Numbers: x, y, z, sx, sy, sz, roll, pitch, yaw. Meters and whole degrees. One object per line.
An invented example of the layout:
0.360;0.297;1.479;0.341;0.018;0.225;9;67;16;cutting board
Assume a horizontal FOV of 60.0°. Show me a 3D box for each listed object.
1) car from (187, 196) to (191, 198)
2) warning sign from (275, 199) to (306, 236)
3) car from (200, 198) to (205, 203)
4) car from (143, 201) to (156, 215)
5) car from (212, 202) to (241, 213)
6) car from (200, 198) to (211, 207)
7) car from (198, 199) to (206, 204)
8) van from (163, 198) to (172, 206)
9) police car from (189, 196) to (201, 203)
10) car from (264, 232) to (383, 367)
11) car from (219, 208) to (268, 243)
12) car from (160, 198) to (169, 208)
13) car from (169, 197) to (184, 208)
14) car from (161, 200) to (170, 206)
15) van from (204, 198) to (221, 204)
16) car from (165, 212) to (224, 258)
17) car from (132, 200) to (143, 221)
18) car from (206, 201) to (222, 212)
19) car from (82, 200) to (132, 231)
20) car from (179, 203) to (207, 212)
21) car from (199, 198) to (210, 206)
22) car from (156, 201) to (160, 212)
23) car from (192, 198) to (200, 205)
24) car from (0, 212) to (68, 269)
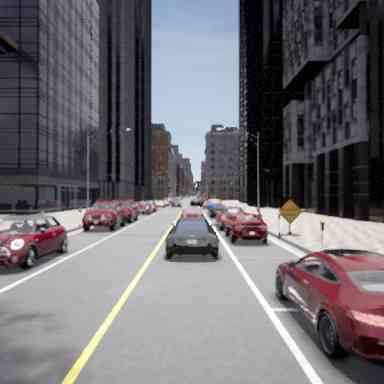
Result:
0.588;2.388;77.176;1.882;1.535;5.008;0;-1;-8;car
5.079;1.301;17.274;1.300;1.860;1.060;0;-1;0;warning sign
2.703;2.173;56.736;1.752;1.417;4.829;0;-1;1;car
-5.834;1.873;39.635;1.967;1.590;4.097;0;-1;0;car
2.682;1.683;22.698;1.967;1.590;4.097;0;-1;0;car
2.709;2.107;67.806;2.192;1.841;5.009;0;-1;0;car
2.724;2.618;90.361;2.008;1.369;4.403;0;-1;0;car
-5.810;2.276;79.112;1.690;1.788;3.998;0;-1;0;van
0.800;2.208;67.396;1.930;1.638;5.238;-1;-1;1;police car
2.672;1.645;5.780;1.802;1.307;4.206;0;-1;0;car
2.679;1.728;17.058;1.887;1.381;4.507;0;-1;0;car
-5.827;2.241;61.986;1.752;1.417;4.829;0;-1;1;car
-2.983;2.275;64.549;1.812;1.442;4.674;0;-1;1;car
-5.814;2.388;73.299;1.752;1.417;4.829;0;-1;0;car
2.691;1.773;39.615;1.690;1.788;3.998;0;-1;0;van
0.029;1.710;13.491;1.994;1.385;4.181;0;-1;1;car
-5.840;1.620;28.357;2.192;1.841;5.009;0;-1;0;car
2.689;1.932;33.974;1.947;1.339;4.313;0;-1;0;car
-5.843;1.559;22.719;2.192;1.841;5.009;0;-1;0;car
0.035;1.904;28.230;1.895;1.301;4.718;0;-1;0;car
2.712;2.179;73.446;2.192;1.841;5.009;0;-1;0;car
-5.830;1.941;45.273;1.967;1.590;4.097;0;-1;0;car
0.952;2.336;83.240;2.097;1.767;4.553;0;-1;0;car
-5.851;1.564;11.438;1.967;1.590;4.097;0;-1;0;car
